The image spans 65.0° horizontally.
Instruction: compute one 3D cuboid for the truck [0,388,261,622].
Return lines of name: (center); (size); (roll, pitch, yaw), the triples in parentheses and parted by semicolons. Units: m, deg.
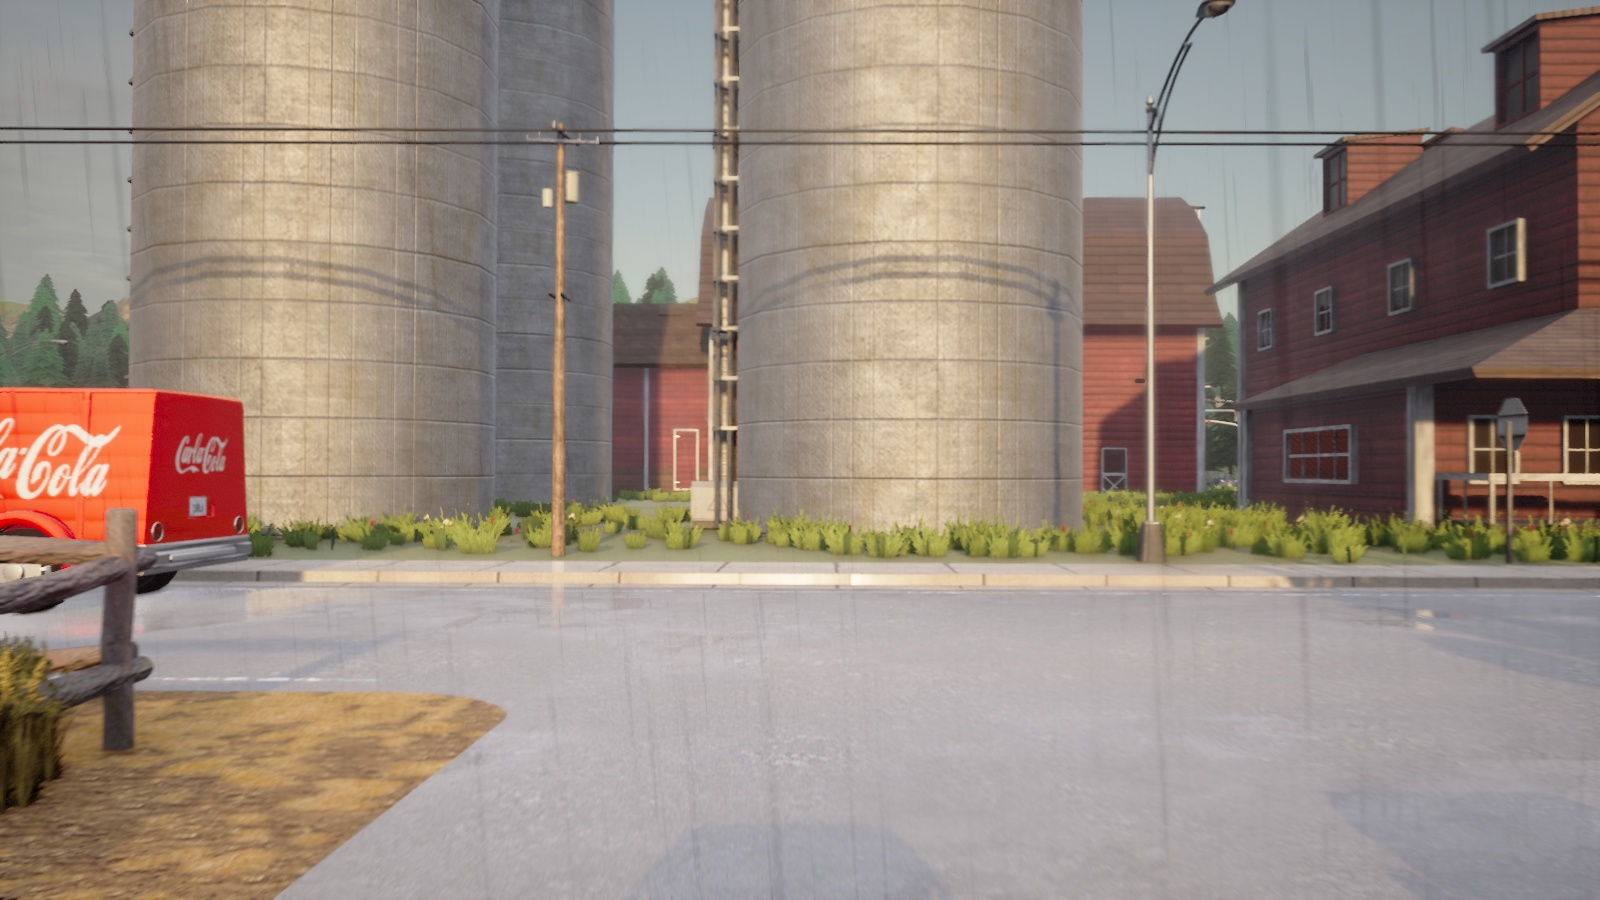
truck: (-9.487, 0.614, 14.693); (5.204, 2.467, 2.627); (0, -1, 2)
